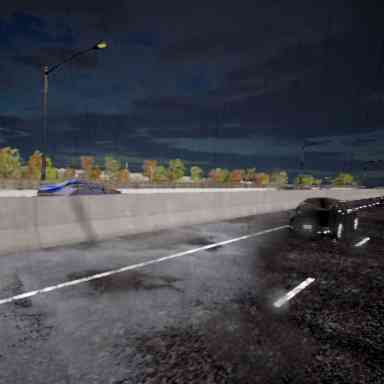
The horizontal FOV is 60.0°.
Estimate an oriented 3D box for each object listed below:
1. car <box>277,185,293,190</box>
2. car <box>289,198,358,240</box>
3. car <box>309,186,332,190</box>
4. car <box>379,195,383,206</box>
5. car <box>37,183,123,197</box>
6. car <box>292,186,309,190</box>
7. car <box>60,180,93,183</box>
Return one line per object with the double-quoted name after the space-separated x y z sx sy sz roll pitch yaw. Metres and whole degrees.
16.307 -0.549 56.992 1.895 1.301 4.718 5 4 39 "car"
5.751 1.009 14.258 1.837 1.490 4.892 5 4 37 "car"
20.121 -0.115 50.543 2.033 1.411 5.357 5 4 39 "car"
19.920 0.723 32.952 1.812 1.442 4.674 5 4 37 "car"
-5.639 0.416 16.845 2.033 1.411 5.357 5 4 36 "car"
18.529 -0.311 54.169 1.895 1.301 4.718 5 4 39 "car"
-6.808 0.148 21.124 2.033 1.411 5.357 5 4 37 "car"
